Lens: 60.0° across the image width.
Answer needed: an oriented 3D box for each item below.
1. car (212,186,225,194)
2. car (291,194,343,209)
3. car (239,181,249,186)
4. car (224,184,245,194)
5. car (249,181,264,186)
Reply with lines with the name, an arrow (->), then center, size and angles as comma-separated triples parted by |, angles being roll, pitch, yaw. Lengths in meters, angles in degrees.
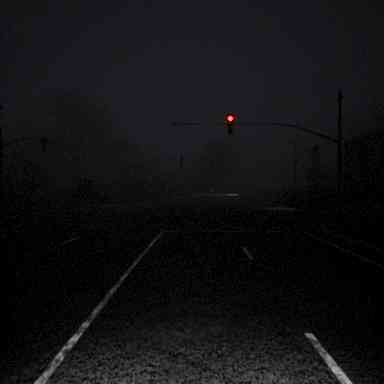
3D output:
car -> 5.784, -0.437, 69.901 | 1.837, 1.490, 4.892 | 0, 4, 25
car -> 12.587, 0.961, 33.795 | 5.008, 1.535, 1.882 | -1, 1, 3
car -> 13.357, -2.102, 83.436 | 2.097, 1.767, 4.553 | 1, 5, 33
car -> 8.791, -0.335, 68.090 | 1.994, 1.385, 4.181 | 0, 4, 25
car -> 16.288, -1.900, 81.526 | 1.812, 1.442, 4.674 | 1, 5, 33
